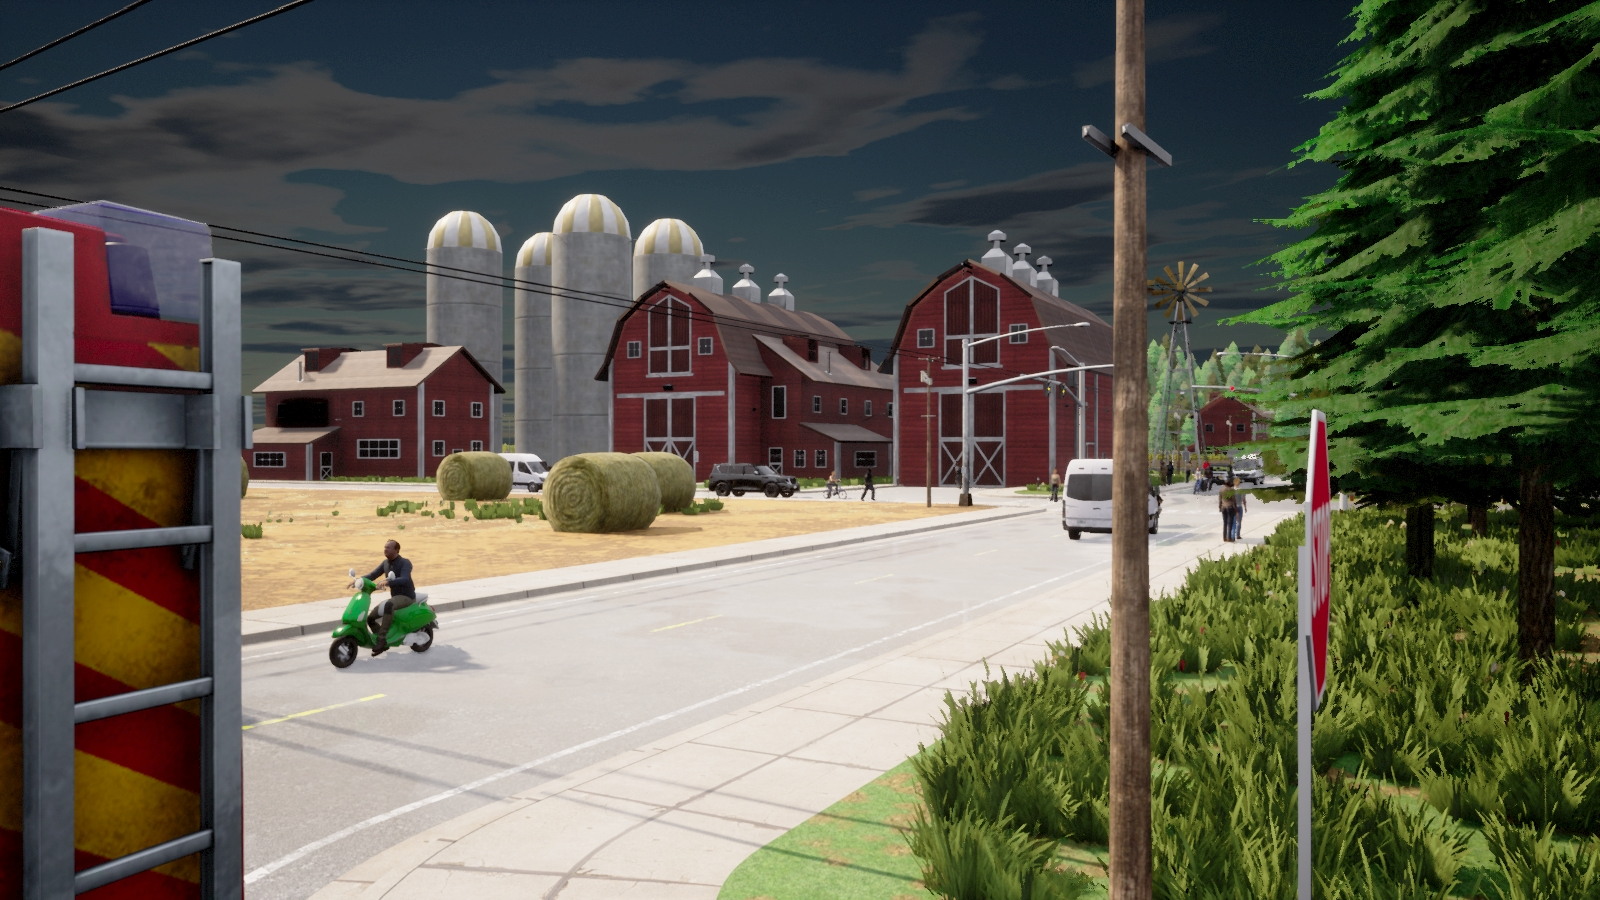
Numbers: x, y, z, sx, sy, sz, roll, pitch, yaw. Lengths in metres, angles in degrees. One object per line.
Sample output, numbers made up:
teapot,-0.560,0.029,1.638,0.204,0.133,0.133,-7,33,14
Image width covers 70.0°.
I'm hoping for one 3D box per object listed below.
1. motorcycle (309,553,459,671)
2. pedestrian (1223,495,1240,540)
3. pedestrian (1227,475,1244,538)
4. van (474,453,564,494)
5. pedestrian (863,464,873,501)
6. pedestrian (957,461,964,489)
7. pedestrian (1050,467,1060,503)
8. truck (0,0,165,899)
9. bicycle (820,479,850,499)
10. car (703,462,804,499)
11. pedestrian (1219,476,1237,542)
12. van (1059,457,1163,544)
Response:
motorcycle,-5.591,2.142,15.460,0.856,1.316,1.805,0,0,28
pedestrian,12.699,1.976,33.618,0.375,1.300,0.375,0,0,43
pedestrian,13.026,1.694,34.175,0.375,1.860,0.375,0,0,40
van,-18.529,1.495,75.346,5.915,2.561,1.988,0,1,27
pedestrian,3.481,1.671,58.276,0.375,1.860,0.375,0,0,39
pedestrian,10.879,1.702,77.357,0.375,1.860,0.375,0,0,28
pedestrian,13.356,1.821,59.867,0.375,1.860,0.375,0,0,30
truck,-6.173,0.864,3.507,8.468,3.827,2.891,0,0,24
bicycle,1.979,2.220,64.719,1.487,1.080,0.859,0,0,27
car,-2.744,1.752,67.167,5.566,2.045,2.150,0,0,27
pedestrian,12.351,1.695,32.983,0.375,1.860,0.375,0,0,-45
van,10.243,1.534,37.289,1.988,2.561,5.915,0,0,28
